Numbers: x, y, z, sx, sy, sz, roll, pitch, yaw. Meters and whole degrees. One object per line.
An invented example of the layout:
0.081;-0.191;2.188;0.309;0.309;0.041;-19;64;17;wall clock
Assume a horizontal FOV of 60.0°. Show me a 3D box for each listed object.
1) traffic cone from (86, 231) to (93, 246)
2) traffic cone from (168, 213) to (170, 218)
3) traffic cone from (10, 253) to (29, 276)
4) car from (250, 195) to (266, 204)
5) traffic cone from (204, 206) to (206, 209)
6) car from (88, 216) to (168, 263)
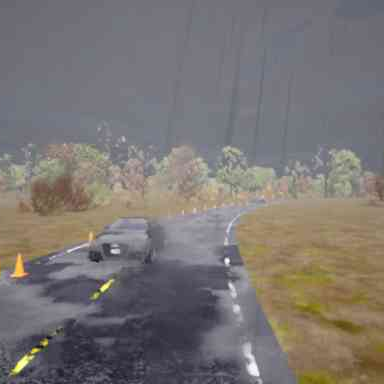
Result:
-4.284;1.972;14.132;0.340;0.580;0.340;0;0;6;traffic cone
-2.021;1.995;29.230;0.340;0.580;0.340;0;0;11;traffic cone
-4.698;1.964;9.058;0.340;0.580;0.340;0;0;4;traffic cone
13.059;1.431;65.841;2.097;1.767;4.553;0;0;27;car
1.752;2.016;44.023;0.340;0.580;0.340;0;0;17;traffic cone
-2.105;1.579;11.893;1.994;1.385;4.181;0;0;5;car
